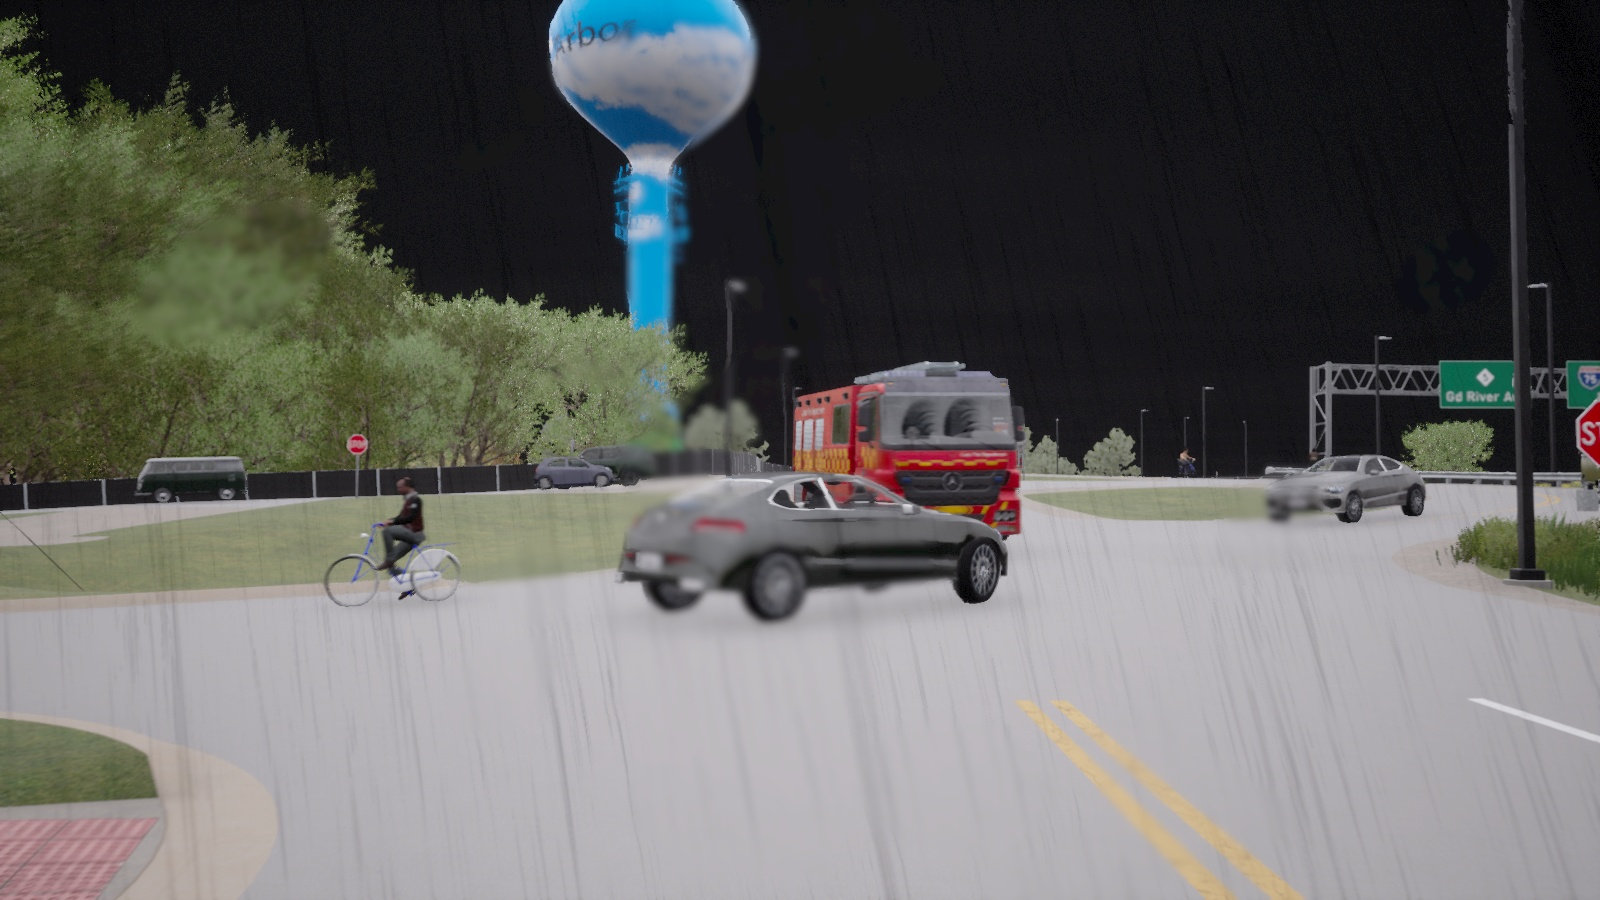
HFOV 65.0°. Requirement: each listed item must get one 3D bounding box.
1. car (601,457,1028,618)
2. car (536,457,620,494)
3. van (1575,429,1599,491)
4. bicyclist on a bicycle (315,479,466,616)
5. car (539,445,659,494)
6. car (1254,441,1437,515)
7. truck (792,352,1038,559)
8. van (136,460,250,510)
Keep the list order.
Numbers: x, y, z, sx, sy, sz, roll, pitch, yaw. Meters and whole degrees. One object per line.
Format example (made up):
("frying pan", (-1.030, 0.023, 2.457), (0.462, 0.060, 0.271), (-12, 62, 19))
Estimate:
("car", (0.316, 0.933, 15.332), (5.027, 1.651, 2.152), (0, -2, -41))
("car", (-10.159, 1.161, 57.277), (3.633, 1.501, 1.845), (-3, -1, -13))
("van", (27.438, 0.308, 42.104), (1.775, 1.987, 4.442), (-1, 0, 23))
("bicyclist on a bicycle", (-5.661, 1.316, 17.384), (1.843, 1.776, 0.659), (-1, -3, -31))
("car", (-9.772, 0.954, 60.986), (5.566, 2.045, 2.150), (-2, -2, -11))
("car", (14.032, 0.700, 32.185), (5.027, 1.651, 2.152), (-2, -1, -39))
("truck", (2.152, 0.098, 27.626), (2.891, 3.827, 8.468), (-1, 0, -12))
("van", (-26.996, 1.553, 55.879), (4.442, 1.987, 1.775), (-2, -1, -28))
